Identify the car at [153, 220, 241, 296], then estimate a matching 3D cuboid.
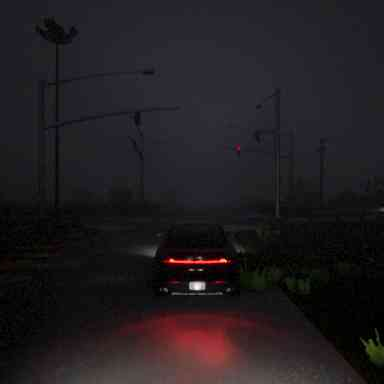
[{"bbox_3d":[0.096,1.496,8.599,1.837,1.490,4.892,0,0,0],"label":"car"}]
